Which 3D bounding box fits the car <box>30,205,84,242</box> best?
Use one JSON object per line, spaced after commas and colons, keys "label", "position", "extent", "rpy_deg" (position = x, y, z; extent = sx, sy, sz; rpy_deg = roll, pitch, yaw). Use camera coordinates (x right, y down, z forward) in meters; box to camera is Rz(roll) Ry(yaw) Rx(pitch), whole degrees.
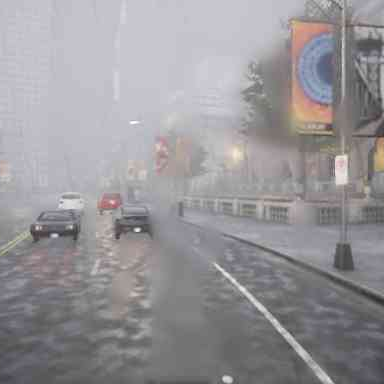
{"label": "car", "position": [-6.408, 1.524, 16.082], "extent": [1.895, 1.301, 4.718], "rpy_deg": [0, 0, -17]}

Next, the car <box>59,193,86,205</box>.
{"label": "car", "position": [-11.364, 1.071, 31.555], "extent": [2.150, 2.045, 5.566], "rpy_deg": [0, 0, -18]}

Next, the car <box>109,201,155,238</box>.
{"label": "car", "position": [-3.117, 1.420, 17.142], "extent": [1.837, 1.490, 4.892], "rpy_deg": [0, 0, -16]}

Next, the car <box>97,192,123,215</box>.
{"label": "car", "position": [-8.040, 1.063, 32.649], "extent": [2.150, 2.045, 5.566], "rpy_deg": [0, 0, -18]}
